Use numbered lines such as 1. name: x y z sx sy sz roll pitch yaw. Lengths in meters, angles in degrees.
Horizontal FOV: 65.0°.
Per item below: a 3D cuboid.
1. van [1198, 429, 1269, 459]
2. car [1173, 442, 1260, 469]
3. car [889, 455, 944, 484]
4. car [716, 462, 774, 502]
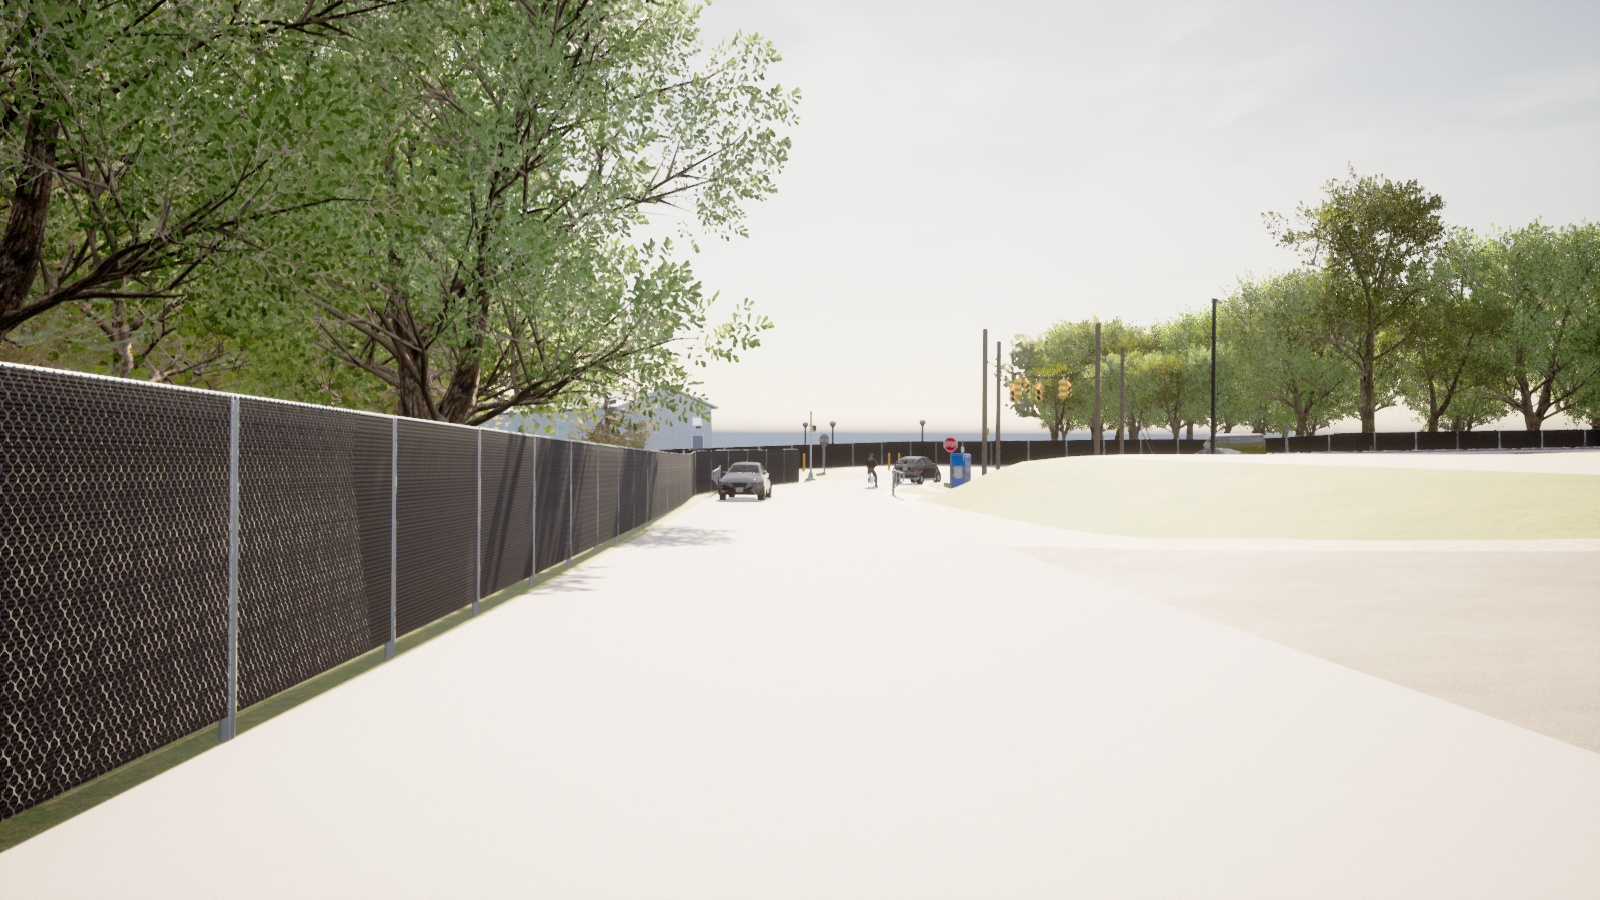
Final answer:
1. van: 31.222 -0.441 90.404 4.442 1.987 1.775 -2 1 -7
2. car: 25.588 0.366 77.382 2.033 1.411 5.357 -1 -2 -23
3. car: 6.615 1.080 70.846 1.789 1.549 3.705 0 0 28
4. car: -2.142 1.239 49.645 1.816 1.474 4.193 0 0 4
